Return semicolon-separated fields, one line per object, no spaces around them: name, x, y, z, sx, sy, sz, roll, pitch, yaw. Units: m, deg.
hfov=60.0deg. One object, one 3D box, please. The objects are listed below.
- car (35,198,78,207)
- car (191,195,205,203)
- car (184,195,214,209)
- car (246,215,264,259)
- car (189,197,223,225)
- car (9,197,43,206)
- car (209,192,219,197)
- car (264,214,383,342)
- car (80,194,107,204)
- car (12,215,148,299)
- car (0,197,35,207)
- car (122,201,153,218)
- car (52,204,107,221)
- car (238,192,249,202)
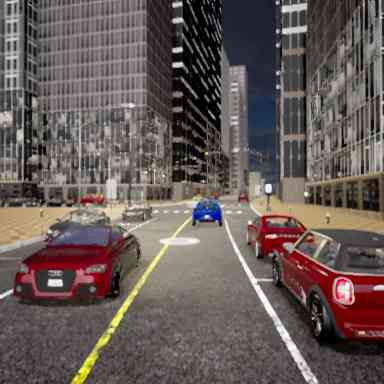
car;-16.958;1.374;41.957;4.313;1.339;1.947;0;-1;13
car;1.162;1.249;62.556;1.752;1.417;4.829;1;0;12
car;0.662;1.384;38.779;1.895;1.301;4.718;0;0;-20
car;3.007;1.471;11.996;1.887;1.381;4.507;1;0;3
car;1.091;1.346;22.705;1.882;1.535;5.008;0;0;4
car;-26.033;1.506;52.208;4.403;1.369;2.008;0;-1;13
car;5.157;0.998;78.794;2.192;1.841;5.009;1;0;14
car;2.815;1.401;6.355;1.967;1.590;4.097;1;0;2
car;-15.147;1.224;49.628;5.009;1.841;2.192;0;-1;13
car;-2.524;1.515;8.275;1.994;1.385;4.181;0;0;2
car;-22.399;1.382;43.247;4.403;1.369;2.008;0;-1;13
car;-4.129;1.412;25.694;2.008;1.369;4.403;1;0;5
car;-4.880;1.467;14.904;2.008;1.369;4.403;1;0;3
car;10.079;1.003;65.109;2.192;1.841;5.009;1;0;13
